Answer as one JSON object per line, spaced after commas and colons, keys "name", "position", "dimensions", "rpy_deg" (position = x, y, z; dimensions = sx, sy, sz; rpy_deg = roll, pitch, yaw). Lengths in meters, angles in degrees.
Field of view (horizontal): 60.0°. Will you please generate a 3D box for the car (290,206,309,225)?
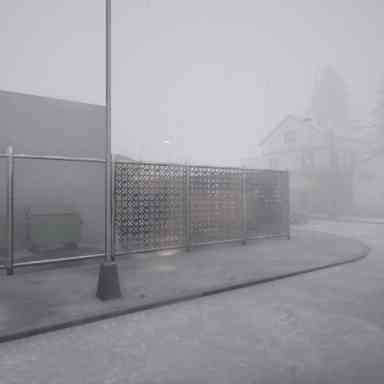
{"name": "car", "position": [5.805, 1.352, 23.187], "dimensions": [2.097, 1.767, 4.553], "rpy_deg": [0, 0, -35]}
